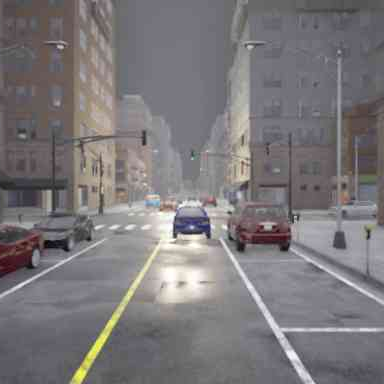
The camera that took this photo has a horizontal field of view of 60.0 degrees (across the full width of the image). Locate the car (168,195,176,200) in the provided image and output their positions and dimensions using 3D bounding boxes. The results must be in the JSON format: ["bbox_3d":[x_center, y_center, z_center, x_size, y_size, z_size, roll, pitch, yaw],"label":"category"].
[{"bbox_3d":[-5.378,1.544,89.141,1.947,1.339,4.313,0,0,0],"label":"car"}]

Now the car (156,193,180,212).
[{"bbox_3d":[-2.791,1.345,39.504,2.097,1.767,4.553,0,0,-2],"label":"car"}]

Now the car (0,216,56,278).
[{"bbox_3d":[-5.386,1.544,8.417,1.887,1.381,4.507,0,0,0],"label":"car"}]

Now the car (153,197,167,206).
[{"bbox_3d":[-5.393,1.555,56.704,1.947,1.339,4.313,0,0,0],"label":"car"}]

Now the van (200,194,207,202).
[{"bbox_3d":[2.696,1.323,78.329,1.690,1.788,3.998,0,0,0],"label":"van"}]

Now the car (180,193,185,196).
[{"bbox_3d":[-2.764,1.465,60.570,1.882,1.535,5.008,0,0,1],"label":"car"}]

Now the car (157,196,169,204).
[{"bbox_3d":[-5.390,1.532,62.110,1.887,1.381,4.507,0,0,0],"label":"car"}]

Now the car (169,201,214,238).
[{"bbox_3d":[-0.044,1.476,17.818,1.882,1.535,5.008,0,0,-1],"label":"car"}]

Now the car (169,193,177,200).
[{"bbox_3d":[-5.376,1.291,94.547,2.192,1.841,5.009,0,0,0],"label":"car"}]

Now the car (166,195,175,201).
[{"bbox_3d":[-5.380,1.531,83.735,2.008,1.369,4.403,0,0,0],"label":"car"}]

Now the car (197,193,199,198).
[{"bbox_3d":[2.700,1.298,72.922,2.192,1.841,5.009,0,0,0],"label":"car"}]

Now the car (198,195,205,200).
[{"bbox_3d":[2.684,1.501,94.717,1.752,1.417,4.829,0,0,0],"label":"car"}]

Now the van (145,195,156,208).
[{"bbox_3d":[-5.398,1.333,45.891,1.690,1.788,3.998,0,0,0],"label":"van"}]

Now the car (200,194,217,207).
[{"bbox_3d":[2.716,1.305,51.297,2.192,1.841,5.009,0,0,0],"label":"car"}]

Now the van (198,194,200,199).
[{"bbox_3d":[2.704,1.326,67.516,1.690,1.788,3.998,0,0,0],"label":"van"}]

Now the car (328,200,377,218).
[{"bbox_3d":[14.219,1.453,28.800,4.674,1.442,1.812,0,0,-2],"label":"car"}]

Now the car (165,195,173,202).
[{"bbox_3d":[-5.383,1.507,78.160,1.752,1.417,4.829,0,0,0],"label":"car"}]

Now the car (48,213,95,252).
[{"bbox_3d":[-5.384,1.565,13.927,1.947,1.339,4.313,0,0,0],"label":"car"}]

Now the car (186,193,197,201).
[{"bbox_3d":[0.017,1.336,80.632,2.097,1.767,4.553,0,0,0],"label":"car"}]

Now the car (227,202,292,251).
[{"bbox_3d":[2.640,1.314,13.926,2.192,1.841,5.009,0,0,0],"label":"car"}]

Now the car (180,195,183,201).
[{"bbox_3d":[-2.826,1.538,49.843,2.033,1.411,5.357,0,0,-3],"label":"car"}]
